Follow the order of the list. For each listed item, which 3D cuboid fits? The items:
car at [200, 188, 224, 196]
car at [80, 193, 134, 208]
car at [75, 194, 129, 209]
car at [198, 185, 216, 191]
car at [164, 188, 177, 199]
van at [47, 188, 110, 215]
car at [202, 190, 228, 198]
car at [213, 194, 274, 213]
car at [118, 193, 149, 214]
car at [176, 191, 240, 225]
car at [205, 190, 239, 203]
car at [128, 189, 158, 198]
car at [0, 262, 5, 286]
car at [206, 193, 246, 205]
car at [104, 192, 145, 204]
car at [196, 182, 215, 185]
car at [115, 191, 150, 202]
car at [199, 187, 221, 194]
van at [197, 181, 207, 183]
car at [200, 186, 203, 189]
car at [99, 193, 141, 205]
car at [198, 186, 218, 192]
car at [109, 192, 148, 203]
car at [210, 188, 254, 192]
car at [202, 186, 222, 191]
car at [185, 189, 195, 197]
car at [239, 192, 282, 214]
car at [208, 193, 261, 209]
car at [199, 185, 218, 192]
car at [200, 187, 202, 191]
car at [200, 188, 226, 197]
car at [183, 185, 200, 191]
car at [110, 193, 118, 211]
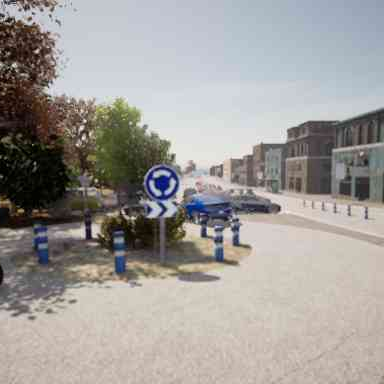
[{"bbox_3d":[4.173,0.000,69.482,4.792,1.488,2.163,0,3,0],"label":"car"},{"bbox_3d":[-9.071,0.890,35.965,5.366,1.575,1.946,0,0,0],"label":"car"},{"bbox_3d":[-8.910,0.937,33.173,4.792,1.488,2.163,0,0,0],"label":"car"},{"bbox_3d":[4.105,-1.117,91.723,5.008,1.535,2.097,0,3,0],"label":"car"},{"bbox_3d":[-3.882,0.222,60.339,2.097,1.767,4.553,0,2,0],"label":"car"},{"bbox_3d":[-8.742,0.685,24.803,4.442,1.987,1.878,1,0,0],"label":"van"},{"bbox_3d":[4.154,0.358,61.124,4.674,1.452,2.002,0,2,0],"label":"car"},{"bbox_3d":[4.178,0.940,27.689,4.792,1.488,2.163,0,0,0],"label":"car"},{"bbox_3d":[-3.920,0.977,25.636,2.033,1.411,5.357,0,0,0],"label":"car"},{"bbox_3d":[0.393,0.912,19.133,1.882,1.535,5.008,-3,1,-26],"label":"car"},{"bbox_3d":[4.209,0.603,47.195,4.553,1.767,2.185,0,1,0],"label":"car"},{"bbox_3d":[-8.928,0.325,60.933,5.008,1.535,2.097,0,2,0],"label":"car"},{"bbox_3d":[-5.869,1.283,7.672,1.882,1.535,5.008,-3,4,-38],"label":"car"},{"bbox_3d":[4.215,0.862,41.617,4.792,1.488,2.163,0,1,0],"label":"car"},{"bbox_3d":[-8.893,0.789,44.207,5.008,1.535,2.097,0,1,0],"label":"car"},{"bbox_3d":[4.107,-0.548,75.031,5.566,2.045,2.435,0,3,0],"label":"car"},{"bbox_3d":[-8.900,0.667,49.914,4.892,1.521,2.231,0,1,0],"label":"car"},{"bbox_3d":[4.137,-0.434,77.823,5.008,1.535,2.097,0,3,0],"label":"car"},{"bbox_3d":[3.998,-1.205,88.932,4.442,1.987,1.878,0,3,0],"label":"van"},{"bbox_3d":[4.130,0.292,58.332,4.553,1.767,2.185,0,2,0],"label":"car"},{"bbox_3d":[-8.864,0.866,41.417,4.792,1.488,2.163,0,1,0],"label":"car"},{"bbox_3d":[4.113,-0.841,86.163,4.892,1.521,2.231,0,3,0],"label":"car"},{"bbox_3d":[-8.897,0.733,46.996,5.008,1.535,2.097,0,1,0],"label":"car"},{"bbox_3d":[4.172,0.786,30.475,4.553,1.767,2.185,0,0,0],"label":"car"},{"bbox_3d":[4.166,0.640,36.046,5.566,2.045,2.435,0,0,0],"label":"car"},{"bbox_3d":[-0.391,0.185,66.132,2.033,1.411,5.357,0,2,0],"label":"car"},{"bbox_3d":[4.240,0.938,24.905,4.792,1.488,2.163,0,0,0],"label":"car"},{"bbox_3d":[4.204,0.906,33.254,5.008,1.535,2.097,0,0,0],"label":"car"},{"bbox_3d":[4.155,-0.825,83.252,4.553,1.767,2.185,0,3,0],"label":"car"},{"bbox_3d":[4.134,0.383,55.554,4.553,1.767,2.185,0,2,0],"label":"car"},{"bbox_3d":[4.153,0.094,66.696,5.008,1.535,2.097,0,2,0],"label":"car"},{"bbox_3d":[-0.273,0.327,52.912,2.150,2.045,5.566,0,2,0],"label":"car"},{"bbox_3d":[-8.875,0.951,27.476,4.674,1.452,2.002,0,0,0],"label":"car"}]
